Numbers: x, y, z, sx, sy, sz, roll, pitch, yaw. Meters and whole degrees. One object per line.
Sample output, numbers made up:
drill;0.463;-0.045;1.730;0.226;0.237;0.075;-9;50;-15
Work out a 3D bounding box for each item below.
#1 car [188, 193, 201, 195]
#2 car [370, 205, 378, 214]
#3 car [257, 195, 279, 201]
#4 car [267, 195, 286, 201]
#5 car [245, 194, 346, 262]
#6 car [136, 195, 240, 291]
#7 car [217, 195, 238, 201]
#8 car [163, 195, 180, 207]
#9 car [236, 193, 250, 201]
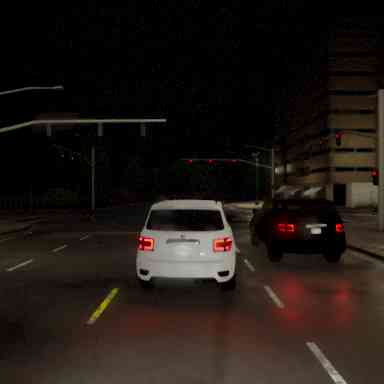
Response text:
car;0.261;1.189;69.461;2.150;2.045;5.566;0;0;23
car;20.495;1.544;33.252;4.892;1.490;1.837;0;0;0
car;18.268;1.502;80.286;5.357;1.411;2.033;0;0;-33
car;21.912;1.483;86.309;4.674;1.442;1.812;0;0;-22
car;3.588;1.216;12.245;2.150;2.045;5.566;0;0;0
car;0.024;1.217;9.222;2.150;2.045;5.566;0;0;4
car;8.720;1.500;81.501;5.357;1.411;2.033;0;0;-45
car;-3.250;1.326;52.932;2.097;1.767;4.553;0;0;4
car;13.140;1.187;80.798;5.566;2.045;2.150;0;0;-41
